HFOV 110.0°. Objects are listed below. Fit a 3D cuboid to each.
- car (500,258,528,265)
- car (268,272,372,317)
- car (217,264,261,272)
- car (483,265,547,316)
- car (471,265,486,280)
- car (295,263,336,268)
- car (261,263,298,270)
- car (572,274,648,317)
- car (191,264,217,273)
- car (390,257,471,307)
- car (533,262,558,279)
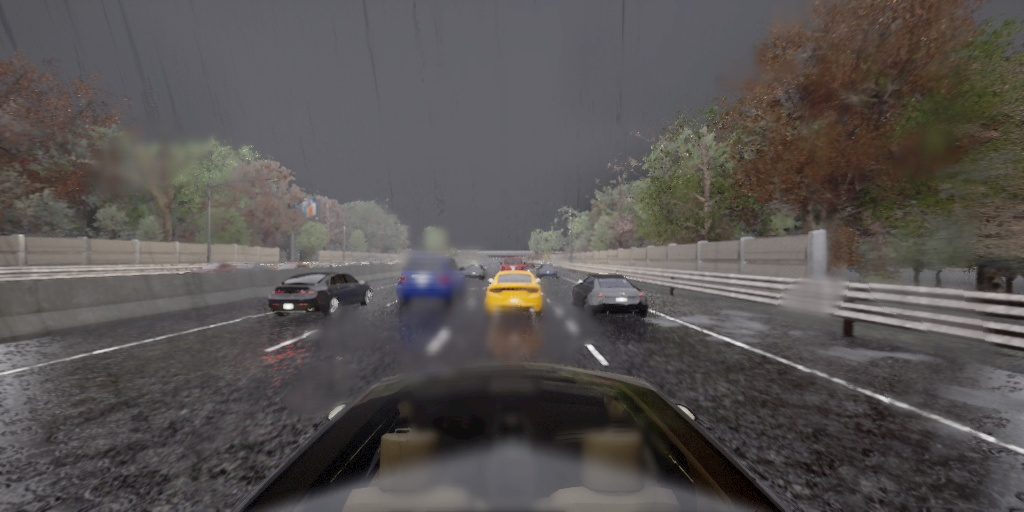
[{"bbox_3d":[0.090,1.160,32.799,2.150,2.045,5.566,0,0,0],"label":"car"},{"bbox_3d":[-6.903,1.324,13.490,1.837,1.490,4.892,0,0,0],"label":"car"},{"bbox_3d":[-24.604,1.493,34.075,2.033,1.411,5.357,0,0,0],"label":"car"},{"bbox_3d":[0.100,1.300,13.886,1.882,1.535,5.008,0,0,0],"label":"car"},{"bbox_3d":[-3.405,1.509,34.000,1.994,1.385,4.181,0,0,0],"label":"car"},{"bbox_3d":[-17.603,1.542,33.408,1.895,1.301,4.718,0,0,0],"label":"car"},{"bbox_3d":[-21.101,1.425,34.325,1.882,1.535,5.008,0,0,0],"label":"car"},{"bbox_3d":[3.500,1.379,13.472,1.994,1.385,4.181,0,0,0],"label":"car"},{"bbox_3d":[-28.100,1.472,34.161,1.812,1.442,4.674,0,0,0],"label":"car"},{"bbox_3d":[-3.404,1.058,16.246,2.150,2.045,5.566,0,0,0],"label":"car"},{"bbox_3d":[3.491,1.518,36.119,1.994,1.385,4.181,0,0,0],"label":"car"}]
